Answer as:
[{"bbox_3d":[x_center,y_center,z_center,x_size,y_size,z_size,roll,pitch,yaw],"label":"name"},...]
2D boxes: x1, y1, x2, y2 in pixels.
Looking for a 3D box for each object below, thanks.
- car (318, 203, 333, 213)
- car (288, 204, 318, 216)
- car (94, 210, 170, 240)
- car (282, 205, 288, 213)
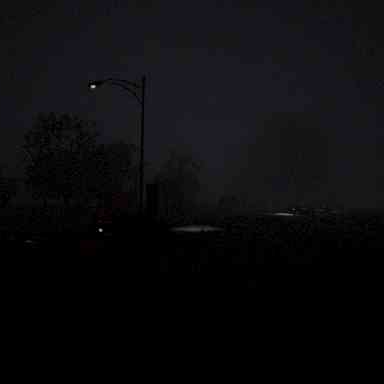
[{"bbox_3d":[20.718,2.499,52.313,2.128,1.511,4.902,1,0,36],"label":"car"},{"bbox_3d":[14.732,2.362,43.914,1.812,1.442,4.674,1,0,36],"label":"car"},{"bbox_3d":[-3.255,1.788,19.014,2.128,1.511,4.902,1,0,36],"label":"car"},{"bbox_3d":[15.078,2.417,49.187,2.033,1.411,5.357,1,0,36],"label":"car"}]
